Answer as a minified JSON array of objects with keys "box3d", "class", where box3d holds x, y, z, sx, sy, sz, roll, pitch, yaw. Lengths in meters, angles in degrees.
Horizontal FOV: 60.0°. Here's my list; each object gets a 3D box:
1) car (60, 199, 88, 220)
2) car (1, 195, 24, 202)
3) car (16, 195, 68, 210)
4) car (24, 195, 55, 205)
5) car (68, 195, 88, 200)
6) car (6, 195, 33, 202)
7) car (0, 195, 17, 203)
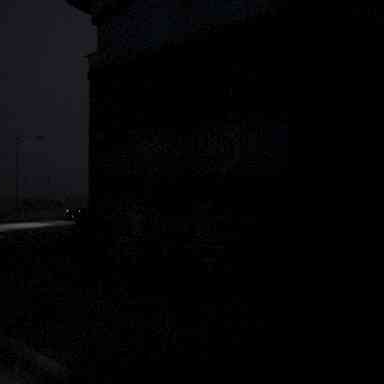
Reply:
[{"box3d":[-7.292,1.453,25.662,1.895,1.301,4.718,0,0,36],"class":"car"},{"box3d":[-42.591,1.464,78.966,2.007,1.523,4.514,0,0,35],"class":"car"},{"box3d":[-17.131,1.362,38.237,2.007,1.523,4.514,0,0,35],"class":"car"},{"box3d":[-26.702,1.389,58.228,2.007,1.523,4.514,0,0,35],"class":"car"},{"box3d":[-16.972,1.171,50.418,1.932,1.855,4.605,0,0,35],"class":"car"},{"box3d":[-40.006,1.451,77.188,2.152,1.636,5.027,0,0,35],"class":"car"},{"box3d":[-34.815,1.424,64.063,1.845,1.501,3.633,0,0,35],"class":"car"}]
